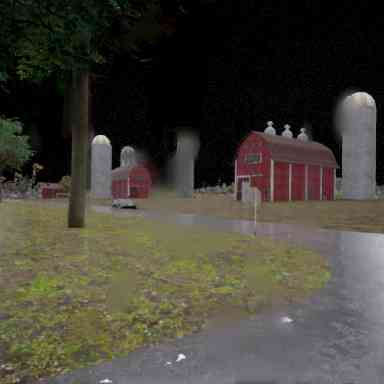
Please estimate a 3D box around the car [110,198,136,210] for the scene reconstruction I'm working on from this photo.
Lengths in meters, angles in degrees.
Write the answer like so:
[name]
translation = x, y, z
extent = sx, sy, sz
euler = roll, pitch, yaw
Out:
[car]
translation = -8.432, 1.435, 40.574
extent = 1.994, 1.385, 4.181
euler = 1, -1, -35
